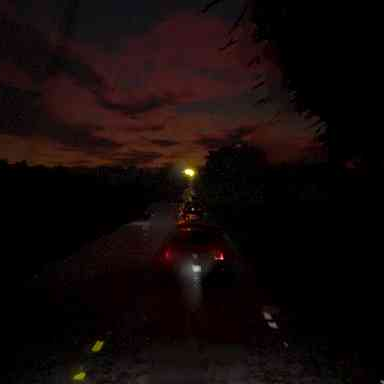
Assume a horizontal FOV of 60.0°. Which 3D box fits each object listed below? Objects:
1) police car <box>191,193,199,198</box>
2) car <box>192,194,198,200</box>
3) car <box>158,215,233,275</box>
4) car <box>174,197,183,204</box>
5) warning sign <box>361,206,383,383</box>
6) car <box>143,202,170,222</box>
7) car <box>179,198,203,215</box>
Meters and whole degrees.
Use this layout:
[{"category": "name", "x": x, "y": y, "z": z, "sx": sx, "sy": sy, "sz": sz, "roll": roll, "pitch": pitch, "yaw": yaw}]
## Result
[{"category": "police car", "x": 0.812, "y": 1.450, "z": 83.187, "sx": 1.930, "sy": 1.638, "sz": 5.238, "roll": 0, "pitch": 1, "yaw": 0}, {"category": "car", "x": 0.810, "y": 1.371, "z": 93.266, "sx": 1.801, "sy": 1.575, "sz": 5.366, "roll": 0, "pitch": 1, "yaw": 0}, {"category": "car", "x": 0.088, "y": 1.630, "z": 10.507, "sx": 1.895, "sy": 1.301, "sz": 4.718, "roll": 0, "pitch": 0, "yaw": 0}, {"category": "car", "x": -2.761, "y": 1.647, "z": 68.212, "sx": 2.033, "sy": 1.411, "sz": 5.357, "roll": 0, "pitch": 0, "yaw": 0}, {"category": "warning sign", "x": 2.491, "y": 1.124, "z": 2.970, "sx": 1.300, "sy": 1.860, "sz": 1.060, "roll": 3, "pitch": 2, "yaw": 0}, {"category": "car", "x": -2.854, "y": 1.602, "z": 27.560, "sx": 1.812, "sy": 1.442, "sz": 4.674, "roll": 0, "pitch": 0, "yaw": 0}, {"category": "car", "x": 0.093, "y": 1.635, "z": 32.559, "sx": 2.033, "sy": 1.411, "sz": 5.357, "roll": 0, "pitch": 0, "yaw": 0}]
